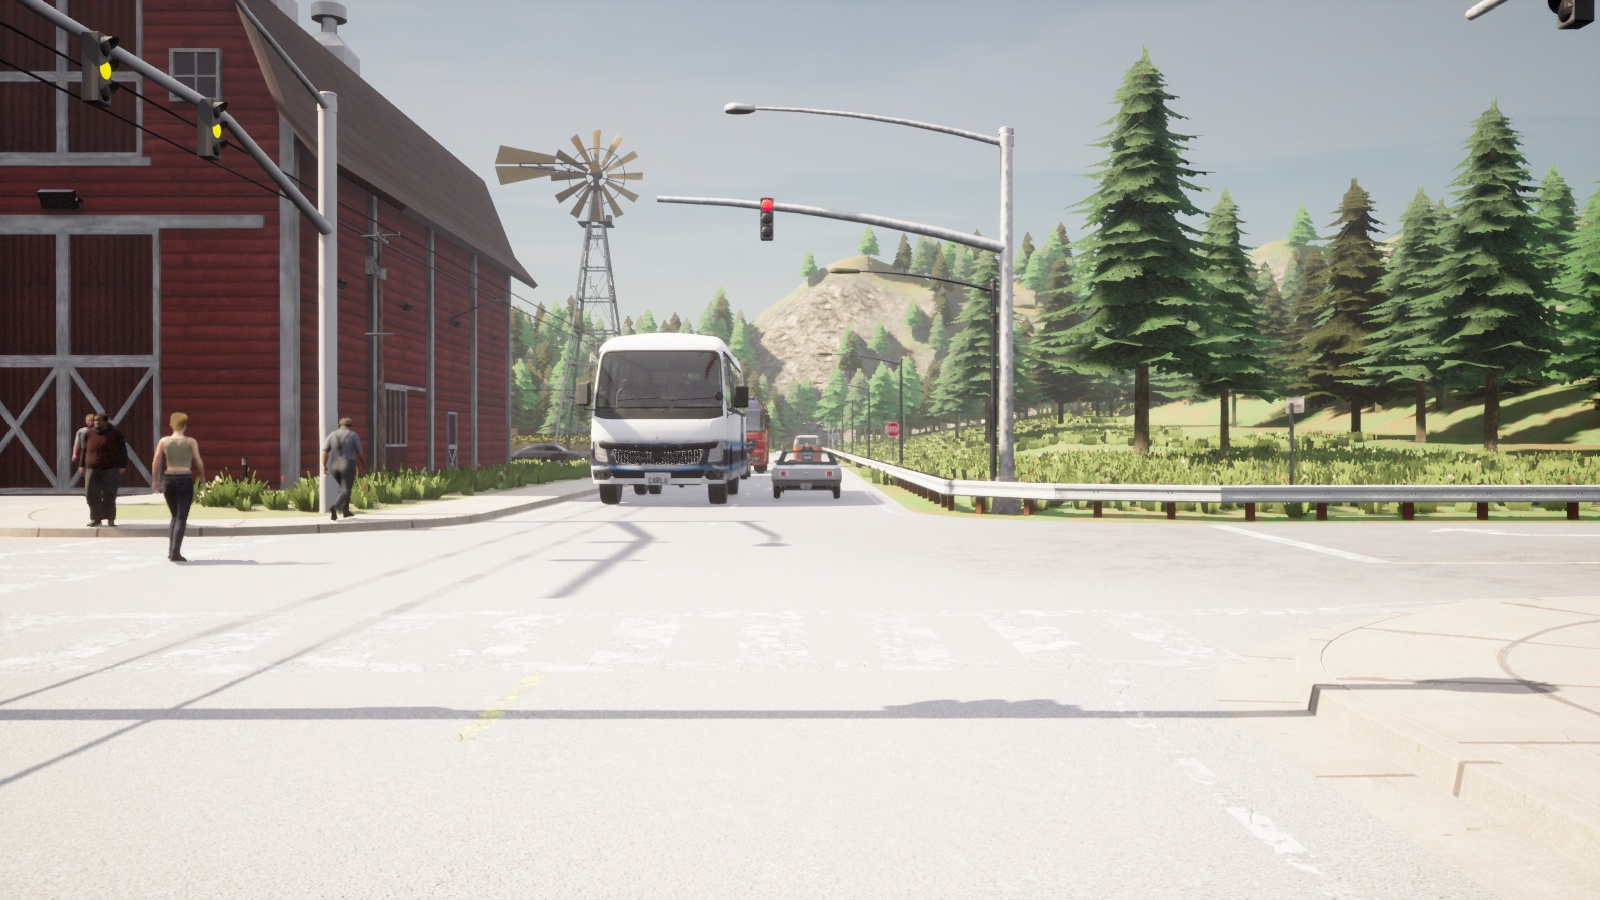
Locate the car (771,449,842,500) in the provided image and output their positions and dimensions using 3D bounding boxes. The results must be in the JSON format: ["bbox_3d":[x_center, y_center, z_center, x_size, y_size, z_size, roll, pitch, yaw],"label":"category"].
[{"bbox_3d":[0.205,0.647,35.485,1.895,1.301,4.718,0,0,1],"label":"car"}]

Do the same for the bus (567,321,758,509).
[{"bbox_3d":[-3.290,-0.823,33.683,3.944,4.253,10.273,0,0,0],"label":"bus"}]

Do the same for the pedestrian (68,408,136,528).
[{"bbox_3d":[-10.928,0.274,19.674,0.634,1.844,0.899,0,0,-7],"label":"pedestrian"}]

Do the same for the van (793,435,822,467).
[{"bbox_3d":[0.476,0.047,80.105,1.775,1.987,4.442,0,0,0],"label":"van"}]

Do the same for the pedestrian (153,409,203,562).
[{"bbox_3d":[-7.628,0.429,15.403,0.345,1.836,0.594,0,0,-4],"label":"pedestrian"}]

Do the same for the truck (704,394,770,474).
[{"bbox_3d":[-3.115,-0.782,64.074,2.891,3.827,8.468,0,0,0],"label":"truck"}]

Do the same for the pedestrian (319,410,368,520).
[{"bbox_3d":[-7.824,0.247,21.541,0.540,1.848,0.694,0,0,7],"label":"pedestrian"}]

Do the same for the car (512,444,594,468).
[{"bbox_3d":[-14.940,0.331,76.105,4.674,1.442,1.812,0,0,-1],"label":"car"}]

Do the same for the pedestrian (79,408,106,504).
[{"bbox_3d":[-13.741,0.112,24.397,0.354,1.836,0.706,0,0,-22],"label":"pedestrian"}]
